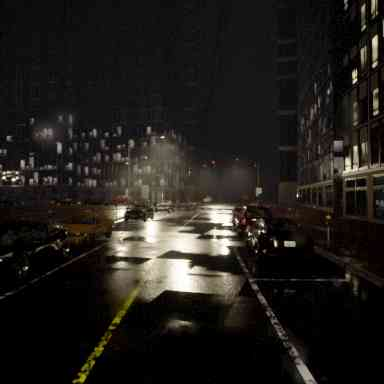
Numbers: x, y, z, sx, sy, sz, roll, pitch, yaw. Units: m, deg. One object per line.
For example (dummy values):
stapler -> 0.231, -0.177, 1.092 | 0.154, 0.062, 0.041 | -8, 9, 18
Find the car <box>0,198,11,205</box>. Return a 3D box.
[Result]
car -> -40.134, 1.979, 68.848 | 4.403, 1.369, 2.008 | 0, -1, 15

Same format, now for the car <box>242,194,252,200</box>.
car -> 12.593, 1.428, 76.034 | 2.192, 1.841, 5.009 | 1, 0, 15

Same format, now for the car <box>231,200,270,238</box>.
car -> 3.273, 1.446, 17.570 | 1.967, 1.590, 4.097 | 1, 0, 4

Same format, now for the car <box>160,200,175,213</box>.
car -> -2.988, 1.589, 37.140 | 2.008, 1.369, 4.403 | 1, 0, 7

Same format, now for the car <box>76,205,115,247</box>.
car -> -4.886, 1.537, 15.284 | 1.752, 1.417, 4.829 | 1, 0, 3

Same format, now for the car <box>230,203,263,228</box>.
car -> 3.662, 1.553, 23.200 | 1.887, 1.381, 4.507 | 1, 0, 5

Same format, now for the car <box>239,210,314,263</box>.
car -> 2.980, 1.569, 11.890 | 1.947, 1.339, 4.313 | 1, 0, 2

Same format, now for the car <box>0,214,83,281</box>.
car -> -5.118, 1.573, 9.960 | 1.947, 1.339, 4.313 | 1, 0, 2

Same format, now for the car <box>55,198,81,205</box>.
car -> -23.949, 1.872, 64.404 | 4.403, 1.369, 2.008 | 0, -1, 15

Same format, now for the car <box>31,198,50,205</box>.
car -> -29.508, 1.883, 65.931 | 4.829, 1.417, 1.752 | 0, -1, 15

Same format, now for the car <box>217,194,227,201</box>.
car -> 8.154, 1.517, 89.883 | 2.192, 1.841, 5.009 | 1, 0, 16

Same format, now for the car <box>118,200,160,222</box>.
car -> -4.118, 1.574, 26.383 | 2.008, 1.369, 4.403 | 1, 0, 5

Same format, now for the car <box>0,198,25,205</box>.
car -> -31.417, 1.758, 58.284 | 4.403, 1.369, 2.008 | 0, -1, 15

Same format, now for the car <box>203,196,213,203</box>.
car -> 3.592, 1.664, 73.794 | 1.752, 1.417, 4.829 | 1, 0, 14

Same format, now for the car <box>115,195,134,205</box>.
car -> -13.160, 1.566, 61.446 | 5.009, 1.841, 2.192 | 0, -1, 15

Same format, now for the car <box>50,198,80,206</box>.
car -> -20.632, 1.687, 55.322 | 4.403, 1.369, 2.008 | 0, -1, 15

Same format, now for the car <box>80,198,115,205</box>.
car -> -15.239, 1.667, 53.842 | 4.313, 1.339, 1.947 | 0, -1, 15
